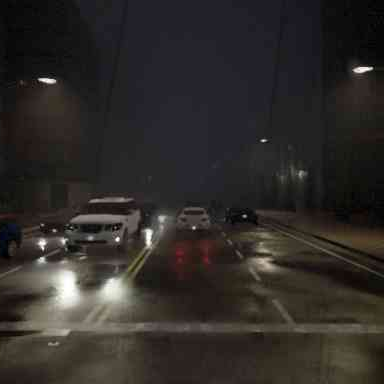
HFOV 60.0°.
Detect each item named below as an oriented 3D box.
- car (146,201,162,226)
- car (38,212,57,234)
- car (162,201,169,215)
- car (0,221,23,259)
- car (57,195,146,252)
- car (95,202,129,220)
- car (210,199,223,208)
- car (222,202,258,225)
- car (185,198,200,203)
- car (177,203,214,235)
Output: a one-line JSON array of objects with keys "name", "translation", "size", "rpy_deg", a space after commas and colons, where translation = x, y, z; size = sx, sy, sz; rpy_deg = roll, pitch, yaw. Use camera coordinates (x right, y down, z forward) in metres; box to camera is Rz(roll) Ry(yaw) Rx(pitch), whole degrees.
[{"name": "car", "translation": [-3.569, 1.547, 24.525], "size": [1.882, 1.535, 5.008], "rpy_deg": [0, 0, 0]}, {"name": "car", "translation": [-7.085, 1.610, 19.802], "size": [2.033, 1.411, 5.357], "rpy_deg": [0, 0, 0]}, {"name": "car", "translation": [-3.499, 1.643, 34.363], "size": [1.994, 1.385, 4.181], "rpy_deg": [0, 0, 0]}, {"name": "car", "translation": [-7.121, 1.531, 10.037], "size": [1.882, 1.535, 5.008], "rpy_deg": [0, 0, 1]}, {"name": "car", "translation": [-3.586, 1.282, 14.523], "size": [2.150, 2.045, 5.566], "rpy_deg": [0, 0, 0]}, {"name": "car", "translation": [-7.033, 1.636, 29.757], "size": [1.994, 1.385, 4.181], "rpy_deg": [0, 0, 1]}, {"name": "car", "translation": [3.596, 1.661, 48.319], "size": [1.994, 1.385, 4.181], "rpy_deg": [0, 0, 1]}, {"name": "car", "translation": [3.602, 1.639, 24.791], "size": [1.994, 1.385, 4.181], "rpy_deg": [0, 0, 0]}, {"name": "car", "translation": [0.103, 1.571, 46.303], "size": [1.882, 1.535, 5.008], "rpy_deg": [0, 0, 0]}, {"name": "car", "translation": [0.101, 1.593, 19.220], "size": [1.812, 1.442, 4.674], "rpy_deg": [0, 0, 0]}]
